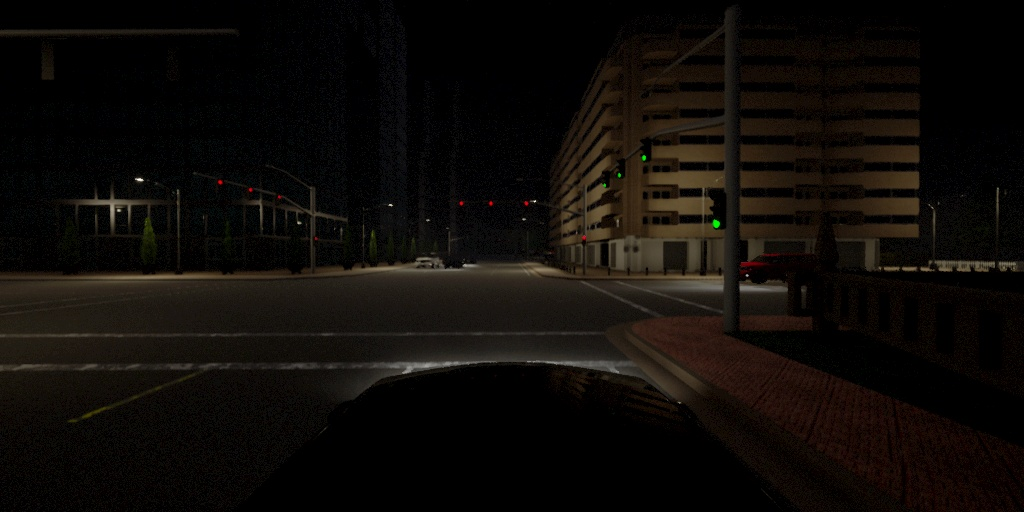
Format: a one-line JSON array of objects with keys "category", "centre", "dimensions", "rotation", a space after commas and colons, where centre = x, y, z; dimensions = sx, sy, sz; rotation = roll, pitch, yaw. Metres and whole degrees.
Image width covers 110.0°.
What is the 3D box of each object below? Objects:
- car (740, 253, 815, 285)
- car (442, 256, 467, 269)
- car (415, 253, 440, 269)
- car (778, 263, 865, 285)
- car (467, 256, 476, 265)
[{"category": "car", "centre": [17.929, 0.832, 24.449], "dimensions": [5.566, 2.045, 2.150], "rotation": [0, 0, -1]}, {"category": "car", "centre": [-7.351, 0.929, 45.683], "dimensions": [2.033, 1.411, 5.357], "rotation": [0, 0, 0]}, {"category": "car", "centre": [-10.853, 0.598, 46.375], "dimensions": [2.150, 2.045, 5.566], "rotation": [0, 1, 0]}, {"category": "car", "centre": [18.768, 1.240, 20.961], "dimensions": [4.718, 1.301, 1.895], "rotation": [0, 0, -1]}, {"category": "car", "centre": [-7.420, 0.725, 63.304], "dimensions": [2.128, 1.511, 4.902], "rotation": [0, 0, 0]}]
